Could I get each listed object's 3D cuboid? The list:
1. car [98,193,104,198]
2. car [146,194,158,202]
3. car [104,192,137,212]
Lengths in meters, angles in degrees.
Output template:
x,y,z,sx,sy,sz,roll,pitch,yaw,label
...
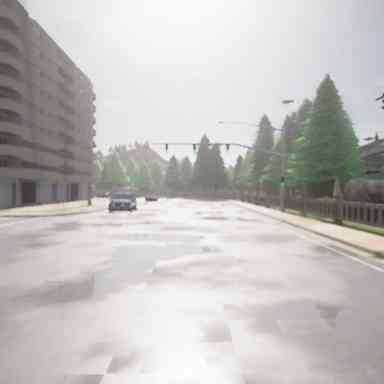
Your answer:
x,y,z,sx,sy,sz,roll,pitch,yaw,label
-21.078,0.872,81.439,4.181,1.385,1.994,0,1,34,car
-7.237,1.043,60.080,1.882,1.535,5.008,0,2,-11,car
-6.996,1.057,34.090,2.150,2.045,5.566,0,2,0,car
